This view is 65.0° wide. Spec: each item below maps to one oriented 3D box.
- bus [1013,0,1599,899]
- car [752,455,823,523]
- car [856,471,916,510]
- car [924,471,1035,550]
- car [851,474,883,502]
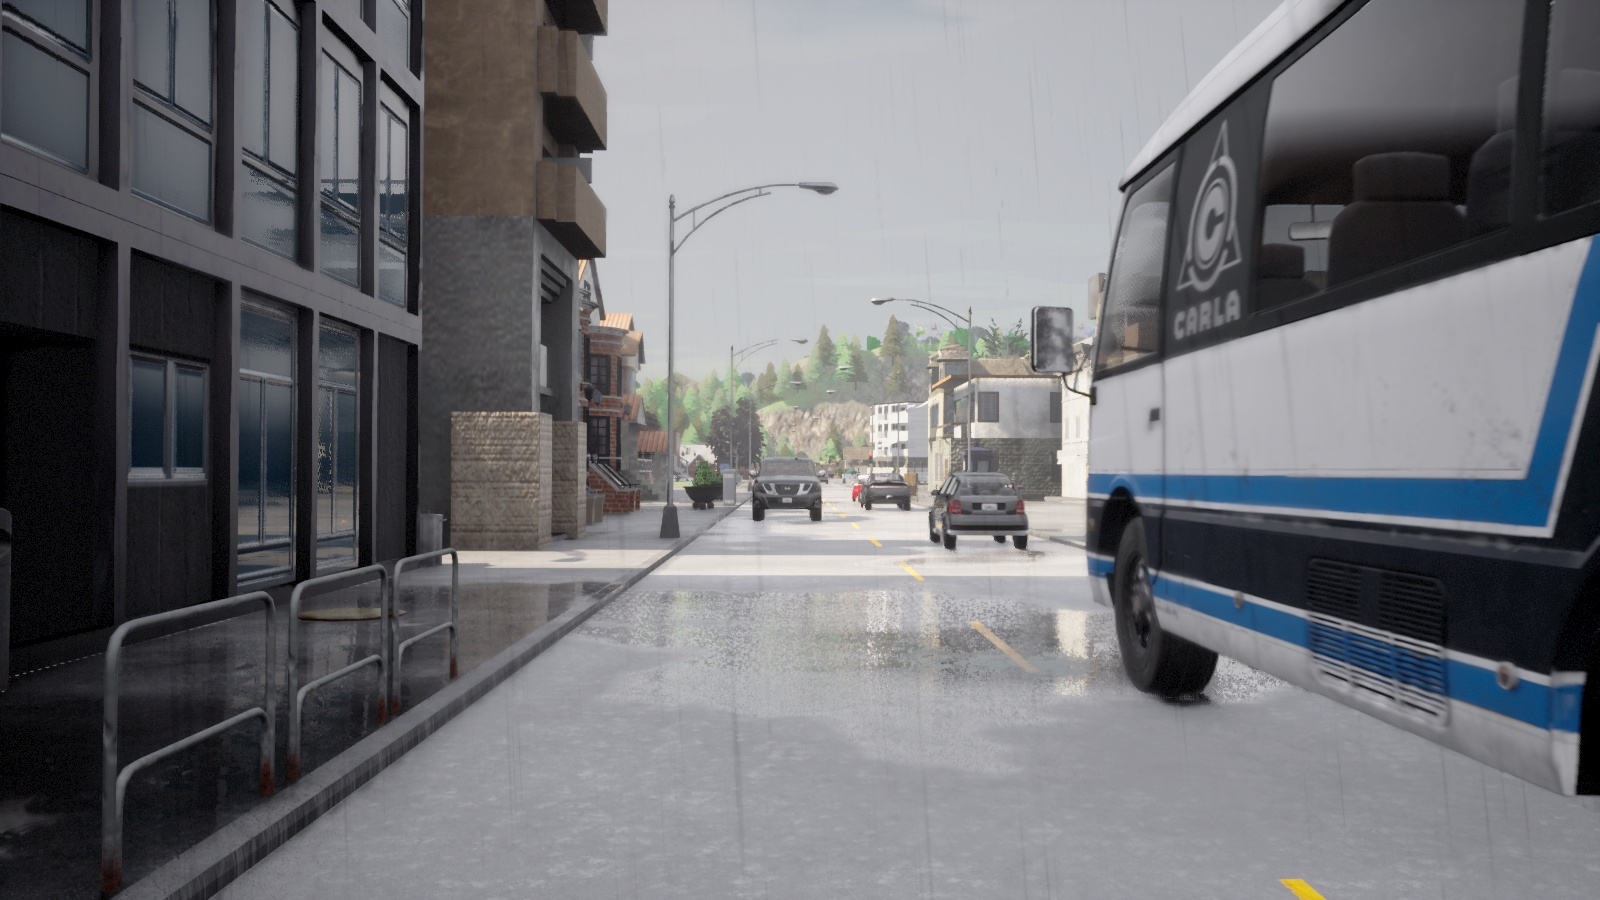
[{"bbox_3d":[3.919,-0.478,5.964,3.944,4.253,10.273,0,-1,-1],"label":"bus"},{"bbox_3d":[-0.401,1.216,40.642,2.150,2.045,5.566,0,-1,-1],"label":"car"},{"bbox_3d":[3.495,1.627,51.947,2.128,1.511,4.902,0,-1,-1],"label":"car"},{"bbox_3d":[3.731,1.226,26.718,1.789,1.549,3.705,0,-1,-1],"label":"car"},{"bbox_3d":[3.383,1.926,63.897,1.481,1.376,2.207,0,-1,-1],"label":"car"}]
